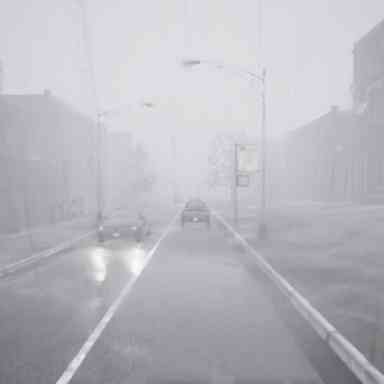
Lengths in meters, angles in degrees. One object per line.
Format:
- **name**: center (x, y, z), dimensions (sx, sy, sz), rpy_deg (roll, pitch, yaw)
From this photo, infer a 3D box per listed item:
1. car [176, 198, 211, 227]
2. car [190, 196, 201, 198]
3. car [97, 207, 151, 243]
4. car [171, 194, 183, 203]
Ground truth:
- **car**: center (0.225, 1.400, 22.241), dimensions (2.128, 1.511, 4.902), rpy_deg (0, 0, 0)
- **car**: center (0.398, 1.293, 42.460), dimensions (2.128, 1.511, 4.902), rpy_deg (0, 0, 1)
- **car**: center (-3.048, 1.470, 15.807), dimensions (1.812, 1.442, 4.674), rpy_deg (0, 0, 1)
- **car**: center (-2.595, 1.068, 58.982), dimensions (2.097, 1.767, 4.553), rpy_deg (0, 0, 1)
